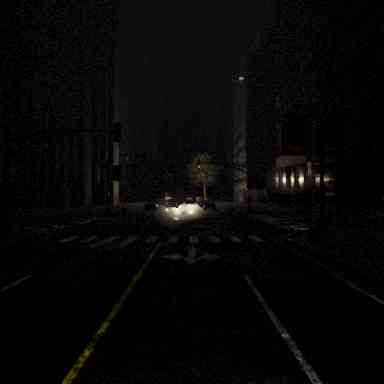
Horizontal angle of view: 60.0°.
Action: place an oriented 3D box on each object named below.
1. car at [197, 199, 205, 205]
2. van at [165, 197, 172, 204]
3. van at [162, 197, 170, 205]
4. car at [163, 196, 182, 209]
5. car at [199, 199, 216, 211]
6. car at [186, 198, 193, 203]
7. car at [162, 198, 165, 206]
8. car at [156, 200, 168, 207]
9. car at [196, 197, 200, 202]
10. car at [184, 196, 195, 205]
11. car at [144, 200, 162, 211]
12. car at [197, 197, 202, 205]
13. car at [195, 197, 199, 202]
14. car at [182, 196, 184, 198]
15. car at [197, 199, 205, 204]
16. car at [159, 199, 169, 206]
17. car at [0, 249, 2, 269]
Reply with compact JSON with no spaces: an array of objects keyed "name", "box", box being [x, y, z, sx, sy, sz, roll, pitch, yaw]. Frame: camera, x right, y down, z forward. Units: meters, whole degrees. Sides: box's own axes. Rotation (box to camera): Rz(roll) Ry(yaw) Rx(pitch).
[{"name":"car","box":[2.243,2.336,80.824,1.752,1.417,4.829,0,-1,-1]},{"name":"van","box":[-6.374,2.252,90.300,1.690,1.788,3.998,0,-1,-1]},{"name":"van","box":[-6.270,2.138,79.474,1.690,1.788,3.998,0,-1,-1]},{"name":"car","box":[-3.341,1.916,56.839,2.097,1.767,4.553,0,-1,0]},{"name":"car","box":[2.545,2.037,49.163,2.008,1.369,4.403,0,-1,-1]},{"name":"car","box":[-0.591,2.265,88.421,1.812,1.442,4.674,0,-1,-1]},{"name":"car","box":[-6.028,2.087,54.077,2.008,1.369,4.403,0,-1,-1]},{"name":"car","box":[-6.167,2.250,68.646,1.947,1.339,4.313,0,-1,-1]},{"name":"car","box":[2.389,2.203,65.494,2.008,1.369,4.403,0,-1,-1]},{"name":"car","box":[-0.491,2.252,77.998,1.882,1.535,5.008,0,-1,-1]},{"name":"car","box":[-5.980,2.036,49.085,2.008,1.369,4.403,0,-1,-1]},{"name":"car","box":[2.441,2.141,60.051,1.887,1.381,4.507,0,-1,-1]},{"name":"car","box":[2.295,2.305,75.366,2.008,1.369,4.403,0,-1,-1]},{"name":"car","box":[-3.437,2.078,72.301,2.097,1.767,4.553,0,-1,-1]},{"name":"car","box":[2.194,2.431,85.943,1.947,1.339,4.313,0,-1,-1]},{"name":"car","box":[-6.217,2.264,73.890,1.752,1.417,4.829,0,-1,-1]},{"name":"car","box":[-5.767,1.619,6.904,2.008,1.369,4.403,0,-1,0]}]
